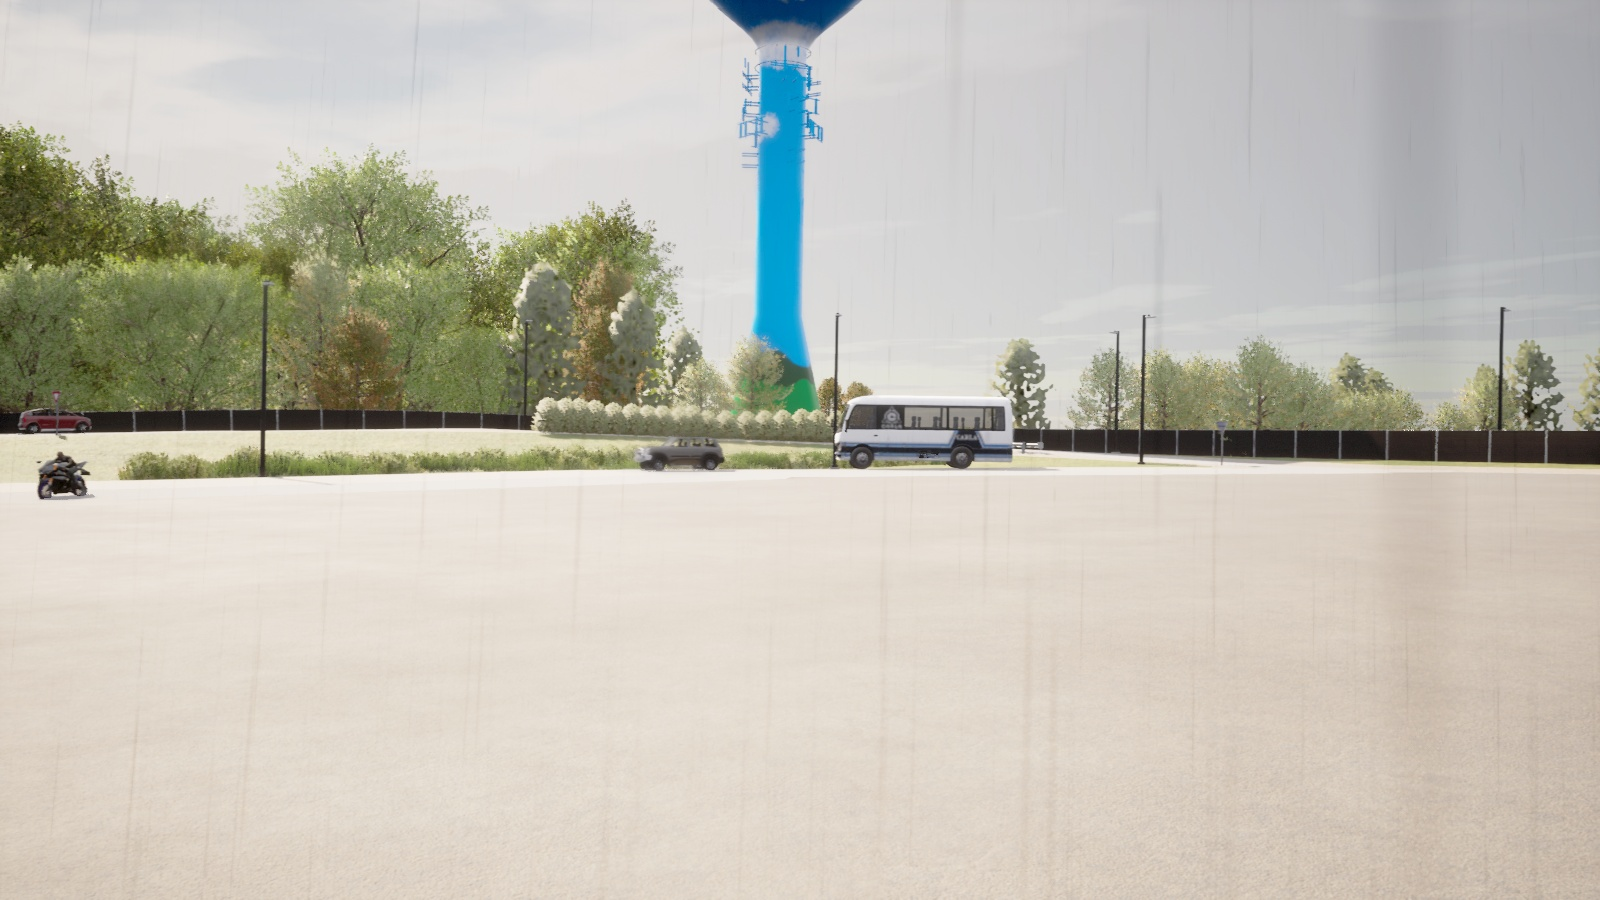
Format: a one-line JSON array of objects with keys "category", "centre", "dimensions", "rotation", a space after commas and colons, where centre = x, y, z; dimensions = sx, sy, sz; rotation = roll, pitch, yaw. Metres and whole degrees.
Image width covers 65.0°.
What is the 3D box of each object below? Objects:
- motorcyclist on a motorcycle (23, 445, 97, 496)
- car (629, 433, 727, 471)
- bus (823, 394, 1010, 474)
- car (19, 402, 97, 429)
[{"category": "motorcyclist on a motorcycle", "centre": [-23.485, 0.635, 39.896], "dimensions": [0.866, 1.530, 2.191], "rotation": [1, 1, 7]}, {"category": "car", "centre": [-6.283, 0.102, 64.738], "dimensions": [4.605, 1.855, 1.932], "rotation": [1, 1, -26]}, {"category": "bus", "centre": [6.528, -0.931, 72.032], "dimensions": [10.273, 4.253, 3.944], "rotation": [1, 1, -1]}, {"category": "car", "centre": [-43.876, -2.033, 74.268], "dimensions": [3.705, 1.549, 1.789], "rotation": [-2, 2, -38]}]
